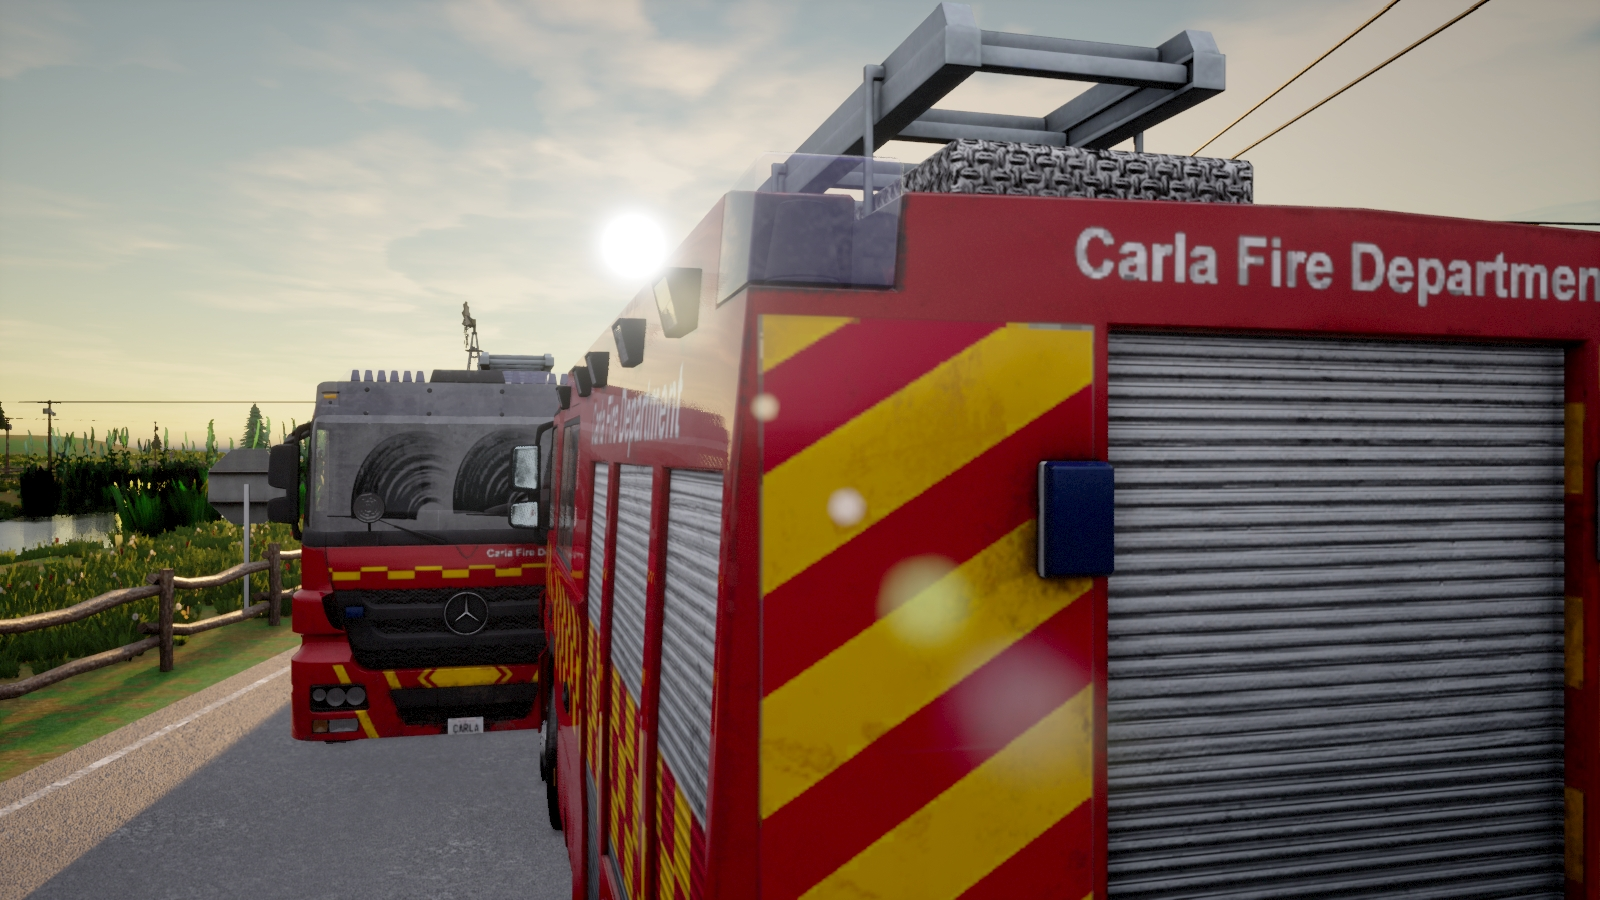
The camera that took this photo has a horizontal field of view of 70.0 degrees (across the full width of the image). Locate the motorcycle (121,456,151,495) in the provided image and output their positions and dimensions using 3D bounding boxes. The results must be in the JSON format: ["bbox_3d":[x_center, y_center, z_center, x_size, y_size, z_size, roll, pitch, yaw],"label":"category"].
[{"bbox_3d":[-41.342,1.577,71.168,0.803,2.348,2.033,0,0,-4],"label":"motorcycle"}]

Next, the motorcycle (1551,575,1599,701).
[{"bbox_3d":[9.784,2.142,13.120,1.805,1.316,0.856,0,0,-7],"label":"motorcycle"}]

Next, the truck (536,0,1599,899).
[{"bbox_3d":[0.038,0.867,6.872,2.891,3.827,8.468,0,0,-15],"label":"truck"}]

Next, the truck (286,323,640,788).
[{"bbox_3d":[-3.911,0.862,13.867,2.891,3.827,8.468,0,0,-15],"label":"truck"}]
